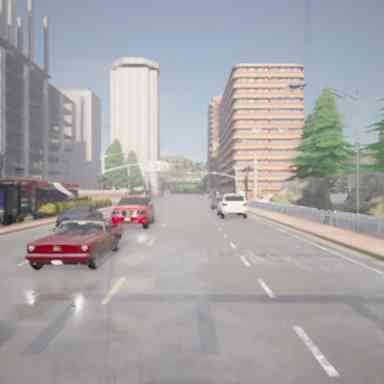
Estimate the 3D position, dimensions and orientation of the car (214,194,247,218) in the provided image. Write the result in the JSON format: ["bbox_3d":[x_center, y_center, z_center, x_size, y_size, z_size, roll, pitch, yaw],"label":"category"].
[{"bbox_3d":[3.426,1.175,29.162,2.150,2.045,5.566,0,0,0],"label":"car"}]

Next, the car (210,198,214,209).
[{"bbox_3d":[3.356,1.484,43.132,2.033,1.411,5.357,0,0,0],"label":"car"}]

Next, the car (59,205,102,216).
[{"bbox_3d":[-7.094,1.550,21.396,1.994,1.385,4.181,0,0,0],"label":"car"}]

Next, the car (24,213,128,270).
[{"bbox_3d":[-3.643,1.591,11.163,1.895,1.301,4.718,0,0,0],"label":"car"}]

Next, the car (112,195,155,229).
[{"bbox_3d":[-3.678,1.198,21.675,2.150,2.045,5.566,0,0,0],"label":"car"}]
